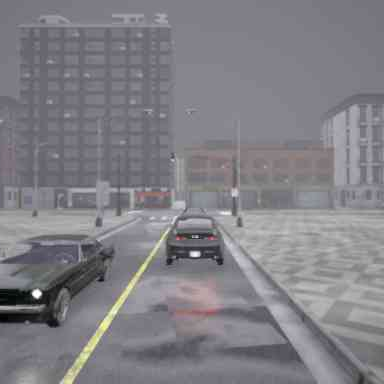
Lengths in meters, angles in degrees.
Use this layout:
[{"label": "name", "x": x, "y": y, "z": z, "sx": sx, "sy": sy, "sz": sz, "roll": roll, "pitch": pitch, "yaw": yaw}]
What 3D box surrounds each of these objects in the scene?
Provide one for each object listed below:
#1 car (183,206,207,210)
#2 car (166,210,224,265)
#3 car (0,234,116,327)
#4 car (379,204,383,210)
[{"label": "car", "x": 0.213, "y": 1.781, "z": 26.169, "sx": 1.994, "sy": 1.385, "sz": 4.181, "roll": 0, "pitch": -1, "yaw": 3}, {"label": "car", "x": 0.098, "y": 1.599, "z": 12.056, "sx": 1.837, "sy": 1.490, "sz": 4.892, "roll": 0, "pitch": -1, "yaw": 0}, {"label": "car", "x": -3.098, "y": 1.658, "z": 7.234, "sx": 1.895, "sy": 1.301, "sz": 4.718, "roll": 0, "pitch": 0, "yaw": 0}, {"label": "car", "x": 28.970, "y": 1.874, "z": 46.873, "sx": 4.892, "sy": 1.490, "sz": 1.837, "roll": 0, "pitch": -1, "yaw": 0}]
